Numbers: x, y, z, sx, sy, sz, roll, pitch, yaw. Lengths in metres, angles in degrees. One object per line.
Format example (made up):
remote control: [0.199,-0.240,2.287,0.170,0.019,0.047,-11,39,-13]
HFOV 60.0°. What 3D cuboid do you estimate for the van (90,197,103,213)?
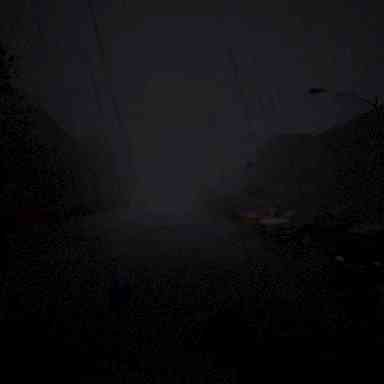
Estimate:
van: [-13.113,1.674,38.686,4.442,1.987,1.878,-1,0,-23]

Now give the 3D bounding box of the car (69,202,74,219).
car: [-12.365,1.825,26.963,4.792,1.488,2.163,-1,0,-23]

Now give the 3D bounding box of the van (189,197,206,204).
van: [1.660,2.512,95.405,4.442,1.987,1.878,2,-3,-24]

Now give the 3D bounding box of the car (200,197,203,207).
car: [4.086,1.918,51.429,4.553,1.767,2.185,1,-1,-23]

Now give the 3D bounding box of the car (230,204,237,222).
car: [5.613,1.837,25.076,4.674,1.452,2.002,1,0,-23]

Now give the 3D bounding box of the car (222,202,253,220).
car: [5.455,1.824,28.003,4.892,1.521,2.231,1,0,-23]

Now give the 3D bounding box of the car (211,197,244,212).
car: [4.977,1.774,36.803,4.553,1.767,2.185,1,0,-23]

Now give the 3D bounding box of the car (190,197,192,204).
car: [2.954,2.344,74.933,5.366,1.575,1.946,1,-1,-23]

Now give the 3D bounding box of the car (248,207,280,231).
car: [5.946,1.787,19.218,4.674,1.452,2.002,1,0,-23]

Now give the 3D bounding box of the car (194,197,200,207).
car: [3.809,1.862,57.311,5.566,2.045,2.435,1,-1,-23]

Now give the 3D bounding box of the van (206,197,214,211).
van: [4.511,1.725,42.603,4.442,1.987,1.878,1,0,-23]

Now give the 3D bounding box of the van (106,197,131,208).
van: [-14.407,1.974,65.242,4.442,1.987,1.878,0,-1,-23]

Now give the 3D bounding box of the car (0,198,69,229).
car: [-12.151,1.518,24.055,5.566,2.045,2.435,-1,-1,-23]

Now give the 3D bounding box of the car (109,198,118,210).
car: [-13.172,1.952,44.689,5.366,1.575,1.946,-1,-1,-23]

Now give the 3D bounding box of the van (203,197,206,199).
van: [4.388,1.790,48.561,4.442,1.987,1.878,1,-1,-23]

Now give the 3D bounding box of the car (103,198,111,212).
car: [-13.167,1.927,41.675,4.892,1.521,2.231,-1,0,-23]

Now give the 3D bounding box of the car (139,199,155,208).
car: [-7.911,2.156,60.992,2.128,1.511,4.902,0,-1,-3]

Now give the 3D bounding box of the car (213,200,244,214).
car: [5.118,1.874,33.865,4.892,1.521,2.231,1,0,-23]

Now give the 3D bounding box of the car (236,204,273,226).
car: [5.945,1.772,22.226,5.366,1.575,1.946,1,-1,-23]

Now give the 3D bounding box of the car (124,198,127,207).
car: [-14.012,2.128,56.373,4.674,1.452,2.002,0,-1,-23]

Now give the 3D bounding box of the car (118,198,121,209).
car: [-13.671,2.058,50.489,4.674,1.452,2.002,0,0,-23]

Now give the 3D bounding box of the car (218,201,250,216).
car: [5.251,1.877,30.921,4.792,1.488,2.163,1,0,-23]

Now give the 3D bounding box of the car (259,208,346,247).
car: [6.117,1.723,16.290,4.892,1.521,2.231,1,0,-23]

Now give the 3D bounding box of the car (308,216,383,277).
car: [6.440,1.673,10.436,4.892,1.521,2.231,1,-1,-23]

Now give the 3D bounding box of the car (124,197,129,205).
car: [-14.182,2.163,59.313,4.674,1.452,2.002,0,-1,-23]

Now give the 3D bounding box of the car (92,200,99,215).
car: [-12.867,1.902,35.783,4.792,1.488,2.163,-1,0,-23]

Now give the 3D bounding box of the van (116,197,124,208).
van: [-13.741,1.826,53.486,4.442,1.987,1.878,0,-1,-23]

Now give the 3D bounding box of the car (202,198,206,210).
car: [4.440,1.982,45.580,5.008,1.535,2.097,1,-1,-23]

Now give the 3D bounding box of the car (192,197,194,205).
car: [3.285,2.264,69.082,5.366,1.575,1.946,1,-1,-23]

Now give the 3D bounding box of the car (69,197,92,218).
car: [-12.648,1.720,32.869,4.553,1.767,2.185,-1,0,-23]

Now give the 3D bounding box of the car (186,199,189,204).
car: [2.100,2.458,83.574,5.366,1.575,1.946,1,-1,-23]

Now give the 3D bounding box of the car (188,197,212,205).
car: [2.073,2.255,86.571,5.566,2.045,2.435,1,-1,-23]
